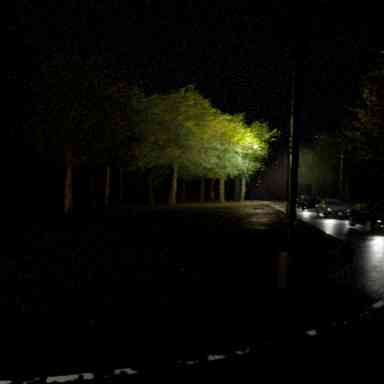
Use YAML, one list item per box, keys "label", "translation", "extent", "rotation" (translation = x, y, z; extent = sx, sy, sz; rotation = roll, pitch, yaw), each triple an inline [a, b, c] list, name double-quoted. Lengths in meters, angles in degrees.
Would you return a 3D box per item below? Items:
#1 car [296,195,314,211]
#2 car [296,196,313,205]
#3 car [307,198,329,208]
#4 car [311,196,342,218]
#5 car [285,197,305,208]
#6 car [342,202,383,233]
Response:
- label: "car"
  translation: [12.729, 1.118, 36.023]
  extent: [2.097, 1.767, 4.553]
  rotation: [2, 0, 9]
- label: "car"
  translation: [19.537, 1.470, 57.834]
  extent: [1.882, 1.535, 5.008]
  rotation: [2, 0, 8]
- label: "car"
  translation: [18.079, 1.501, 47.848]
  extent: [1.895, 1.301, 4.718]
  rotation: [2, 0, 8]
- label: "car"
  translation: [11.419, 1.327, 27.188]
  extent: [1.812, 1.442, 4.674]
  rotation: [2, 1, 9]
- label: "car"
  translation: [14.275, 1.380, 46.146]
  extent: [1.895, 1.301, 4.718]
  rotation: [2, 0, 9]
- label: "car"
  translation: [10.111, 1.354, 18.287]
  extent: [1.837, 1.490, 4.892]
  rotation: [2, 1, 9]
